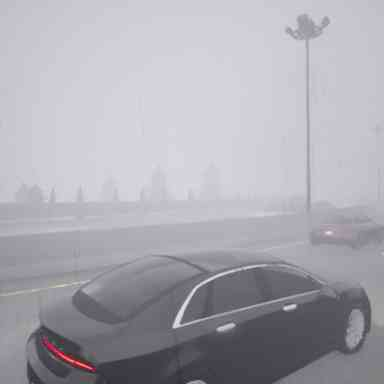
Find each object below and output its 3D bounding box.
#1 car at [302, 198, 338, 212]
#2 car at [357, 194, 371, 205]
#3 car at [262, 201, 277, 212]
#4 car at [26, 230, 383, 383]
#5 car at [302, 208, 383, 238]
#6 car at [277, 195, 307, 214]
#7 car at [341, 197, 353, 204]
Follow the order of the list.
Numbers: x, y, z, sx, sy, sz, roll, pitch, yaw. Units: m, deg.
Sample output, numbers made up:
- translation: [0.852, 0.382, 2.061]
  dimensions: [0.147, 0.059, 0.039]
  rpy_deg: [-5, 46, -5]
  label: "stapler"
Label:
- translation: [12.522, 1.606, 32.068]
  dimensions: [1.837, 1.490, 4.892]
  rpy_deg: [0, 0, 36]
  label: "car"
- translation: [33.934, 1.423, 65.537]
  dimensions: [2.150, 2.045, 5.566]
  rpy_deg: [0, 0, 32]
  label: "car"
- translation: [10.302, 1.768, 41.201]
  dimensions: [1.895, 1.301, 4.718]
  rpy_deg: [0, 0, 33]
  label: "car"
- translation: [0.537, 1.517, 4.415]
  dimensions: [4.892, 1.490, 1.837]
  rpy_deg: [0, 0, -38]
  label: "car"
- translation: [6.875, 1.595, 14.554]
  dimensions: [4.181, 1.385, 1.994]
  rpy_deg: [0, 0, -44]
  label: "car"
- translation: [11.809, 1.360, 37.151]
  dimensions: [2.150, 2.045, 5.566]
  rpy_deg: [0, -1, 34]
  label: "car"
- translation: [33.046, 1.756, 70.710]
  dimensions: [2.128, 1.511, 4.902]
  rpy_deg: [0, 0, 32]
  label: "car"
